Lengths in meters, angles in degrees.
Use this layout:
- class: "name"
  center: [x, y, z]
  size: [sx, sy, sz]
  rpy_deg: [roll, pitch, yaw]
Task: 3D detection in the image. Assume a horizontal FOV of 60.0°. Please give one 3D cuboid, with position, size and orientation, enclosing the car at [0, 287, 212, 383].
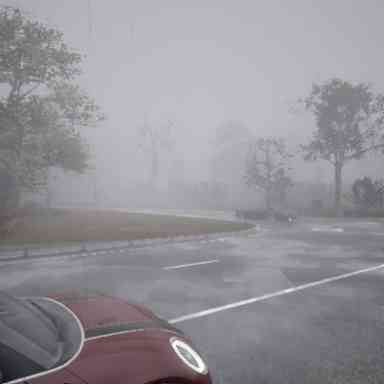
- class: "car"
  center: [-2.008, 1.352, 2.293]
  size: [4.553, 1.767, 2.097]
  rpy_deg: [0, 0, -36]

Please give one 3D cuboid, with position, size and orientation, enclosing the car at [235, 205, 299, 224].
- class: "car"
  center: [5.416, 1.591, 24.771]
  size: [1.895, 1.301, 4.718]
  rpy_deg: [0, 0, -38]
